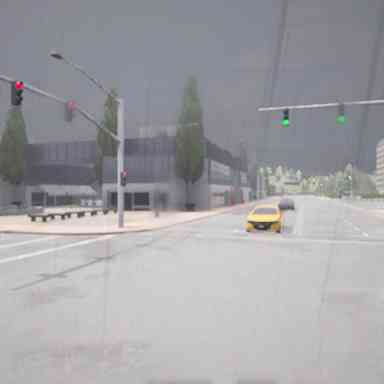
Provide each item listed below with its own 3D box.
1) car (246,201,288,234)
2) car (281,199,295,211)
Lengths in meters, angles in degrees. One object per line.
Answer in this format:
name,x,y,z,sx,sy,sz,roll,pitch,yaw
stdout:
car,4.464,1.535,19.879,1.882,1.535,5.008,0,0,19
car,12.061,1.598,42.216,1.882,1.535,5.008,0,0,19
